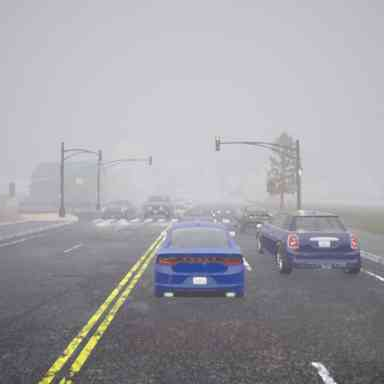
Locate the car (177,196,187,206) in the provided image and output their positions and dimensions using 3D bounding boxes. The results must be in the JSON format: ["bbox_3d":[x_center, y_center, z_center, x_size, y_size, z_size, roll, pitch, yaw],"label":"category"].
[{"bbox_3d":[-2.113,1.668,46.708,1.895,1.301,4.718,0,0,3],"label":"car"}]

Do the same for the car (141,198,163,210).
[{"bbox_3d":[-5.415,1.616,45.855,2.033,1.411,5.357,0,0,3],"label":"car"}]

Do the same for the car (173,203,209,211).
[{"bbox_3d":[0.307,1.562,18.411,2.033,1.411,5.357,0,0,1],"label":"car"}]

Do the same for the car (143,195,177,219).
[{"bbox_3d":[-2.845,1.253,29.537,2.150,2.045,5.566,0,0,2],"label":"car"}]

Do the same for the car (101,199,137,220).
[{"bbox_3d":[-6.129,1.383,28.285,2.097,1.767,4.553,0,0,2],"label":"car"}]

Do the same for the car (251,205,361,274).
[{"bbox_3d":[3.440,1.358,10.694,2.097,1.767,4.553,0,0,1],"label":"car"}]

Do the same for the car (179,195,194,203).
[{"bbox_3d":[-1.221,1.704,61.226,1.895,1.301,4.718,0,0,4],"label":"car"}]

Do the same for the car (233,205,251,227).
[{"bbox_3d":[3.597,1.519,19.846,1.837,1.490,4.892,0,0,1],"label":"car"}]

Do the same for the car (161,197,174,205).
[{"bbox_3d":[-4.475,1.614,61.232,1.837,1.490,4.892,0,-1,4],"label":"car"}]

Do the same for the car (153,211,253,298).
[{"bbox_3d":[0.160,1.482,8.598,1.882,1.535,5.008,0,0,0],"label":"car"}]

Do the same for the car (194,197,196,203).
[{"bbox_3d":[-0.060,1.704,75.864,1.994,1.385,4.181,0,0,5],"label":"car"}]
